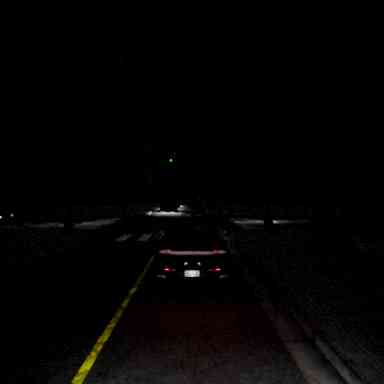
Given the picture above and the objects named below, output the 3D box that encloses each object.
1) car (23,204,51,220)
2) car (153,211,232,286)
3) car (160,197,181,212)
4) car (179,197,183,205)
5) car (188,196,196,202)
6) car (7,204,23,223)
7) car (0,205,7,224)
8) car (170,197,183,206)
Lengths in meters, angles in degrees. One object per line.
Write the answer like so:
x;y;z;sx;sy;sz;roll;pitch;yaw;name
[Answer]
-14.740;1.709;29.336;4.313;1.339;1.947;0;-1;0;car
0.025;1.535;9.545;2.128;1.511;4.902;0;0;0;car
-2.818;1.719;41.198;1.994;1.385;4.181;0;0;1;car
-2.801;1.711;51.267;1.812;1.442;4.674;0;0;0;car
0.066;1.806;81.172;1.812;1.442;4.674;0;0;0;car
-15.665;1.314;23.854;5.566;2.045;2.150;0;-1;0;car
-14.752;1.633;21.310;4.313;1.339;1.947;0;-1;0;car
-2.762;1.709;61.739;2.128;1.511;4.902;0;0;1;car
